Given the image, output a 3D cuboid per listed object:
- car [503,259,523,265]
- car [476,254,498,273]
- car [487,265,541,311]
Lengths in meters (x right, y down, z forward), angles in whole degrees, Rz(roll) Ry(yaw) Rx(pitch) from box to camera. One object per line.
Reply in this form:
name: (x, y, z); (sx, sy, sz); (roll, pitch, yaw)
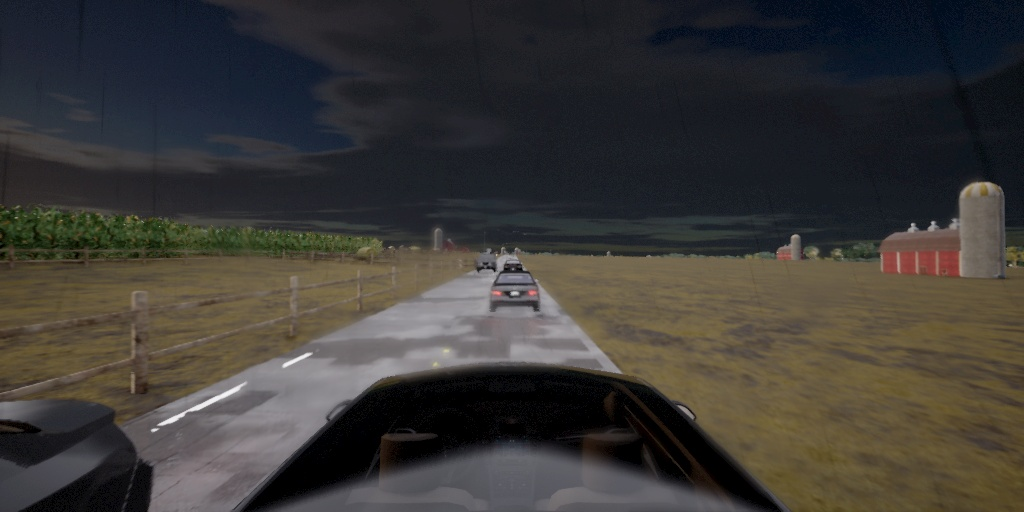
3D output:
car: (0.103, 1.074, 36.543); (1.882, 1.535, 5.008); (0, 0, 0)
car: (-2.840, 0.782, 41.086); (2.150, 2.045, 5.566); (0, 0, 0)
car: (0.109, 1.270, 14.225); (2.033, 1.411, 5.357); (0, 0, 0)
